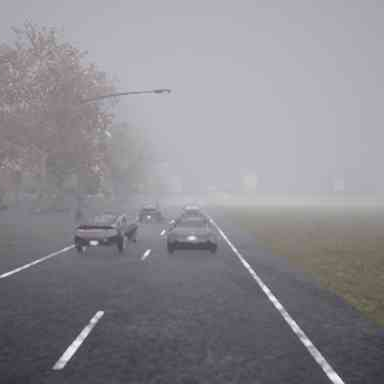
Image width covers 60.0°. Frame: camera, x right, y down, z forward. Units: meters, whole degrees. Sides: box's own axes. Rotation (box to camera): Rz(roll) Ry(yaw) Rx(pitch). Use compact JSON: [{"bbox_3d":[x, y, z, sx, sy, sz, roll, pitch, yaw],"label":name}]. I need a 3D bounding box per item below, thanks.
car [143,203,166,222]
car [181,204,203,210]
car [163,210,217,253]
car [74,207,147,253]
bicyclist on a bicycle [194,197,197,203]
[{"bbox_3d":[-3.477,1.780,29.311,1.837,1.490,4.892,0,0,0],"label":"car"},{"bbox_3d":[0.023,1.798,29.382,1.812,1.442,4.674,0,0,0],"label":"car"},{"bbox_3d":[0.013,1.697,14.295,1.994,1.385,4.181,0,0,0],"label":"car"},{"bbox_3d":[-3.486,1.626,14.294,2.128,1.511,4.902,0,0,0],"label":"car"},{"bbox_3d":[1.021,2.334,94.702,0.582,1.620,1.656,0,-1,0],"label":"bicyclist on a bicycle"}]
